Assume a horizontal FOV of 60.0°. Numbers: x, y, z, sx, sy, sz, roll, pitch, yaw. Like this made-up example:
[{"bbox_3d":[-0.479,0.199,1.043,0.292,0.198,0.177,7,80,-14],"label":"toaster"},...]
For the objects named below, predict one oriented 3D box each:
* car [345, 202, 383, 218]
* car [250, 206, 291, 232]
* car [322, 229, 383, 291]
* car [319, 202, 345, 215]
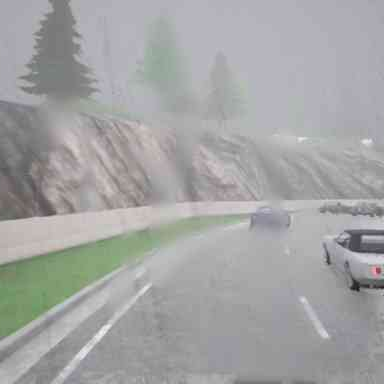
[{"bbox_3d":[16.981,1.685,32.028,2.033,1.411,5.357,0,0,44],"label":"car"},{"bbox_3d":[4.922,1.566,20.658,1.812,1.442,4.674,0,0,24],"label":"car"},{"bbox_3d":[4.790,1.640,8.853,1.895,1.301,4.718,0,0,11],"label":"car"},{"bbox_3d":[15.485,1.727,35.699,4.718,1.301,1.895,0,0,-45],"label":"car"}]
